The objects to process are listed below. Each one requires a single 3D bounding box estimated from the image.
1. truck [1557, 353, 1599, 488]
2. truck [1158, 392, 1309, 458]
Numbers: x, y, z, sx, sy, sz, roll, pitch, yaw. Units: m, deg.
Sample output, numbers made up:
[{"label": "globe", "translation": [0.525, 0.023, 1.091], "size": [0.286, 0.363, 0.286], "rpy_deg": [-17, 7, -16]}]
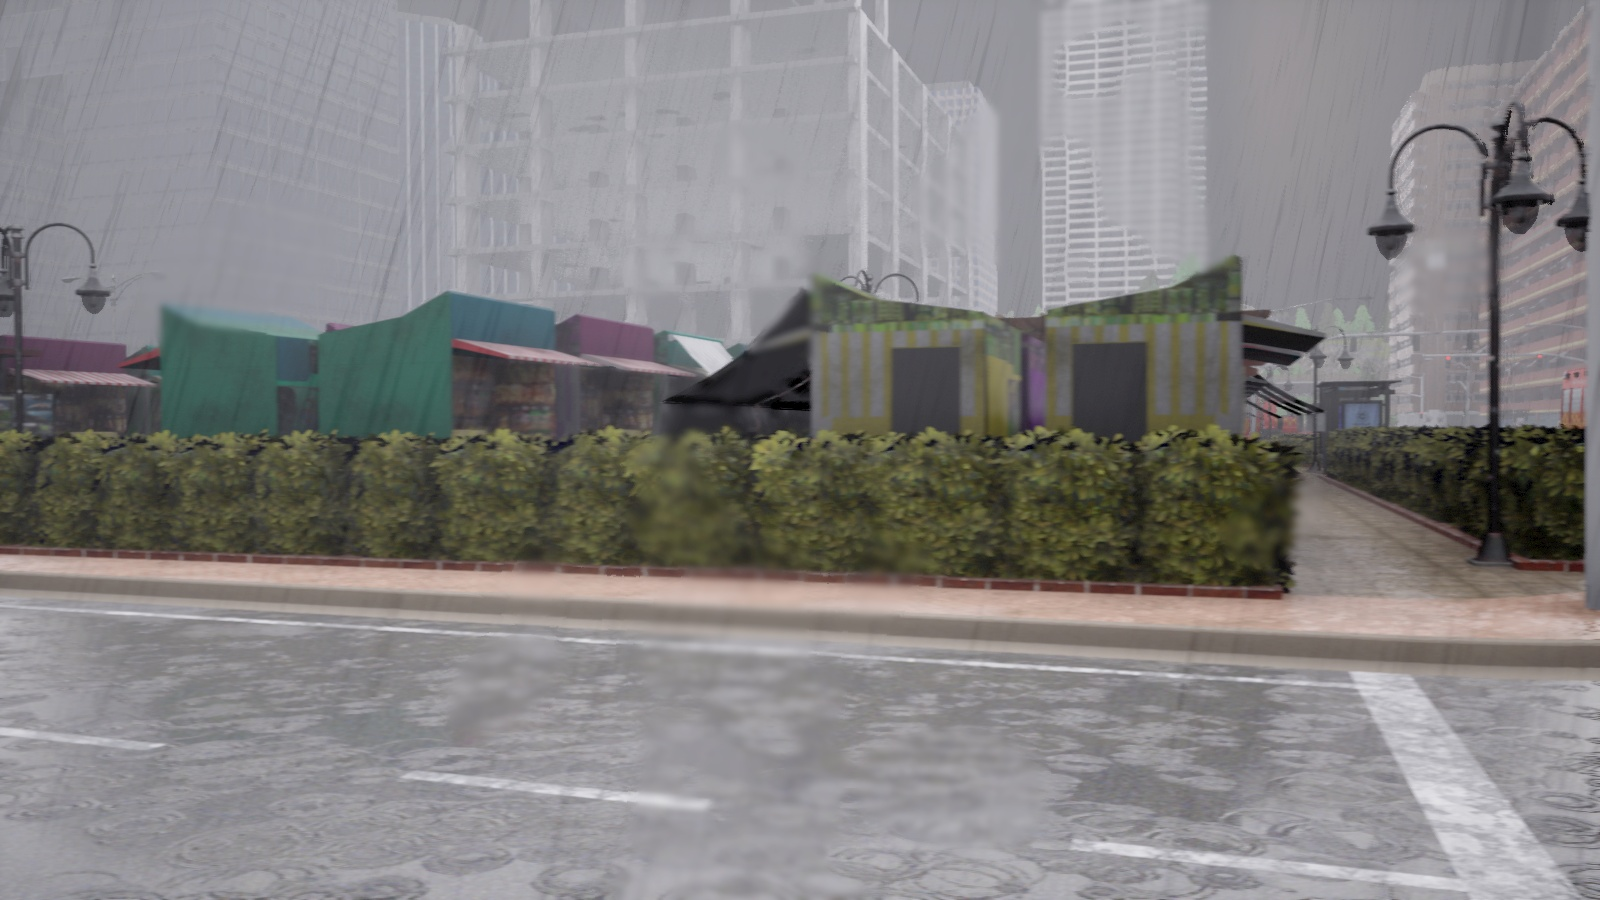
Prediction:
[{"label": "truck", "translation": [24.103, -0.825, 35.372], "size": [2.891, 3.827, 8.468], "rpy_deg": [1, 1, 18]}, {"label": "truck", "translation": [26.161, -1.528, 76.055], "size": [8.468, 3.827, 2.891], "rpy_deg": [1, 1, 18]}]
